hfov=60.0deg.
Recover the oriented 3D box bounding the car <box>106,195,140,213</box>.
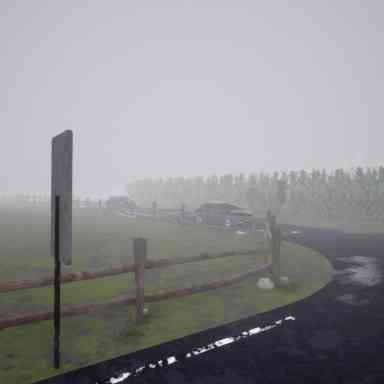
[{"bbox_3d":[-7.137,1.164,34.106,2.097,1.767,4.553,1,0,-35],"label":"car"}]

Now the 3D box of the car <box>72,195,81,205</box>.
[{"bbox_3d":[-18.325,1.211,50.244,1.882,1.535,5.008,1,0,-35],"label":"car"}]

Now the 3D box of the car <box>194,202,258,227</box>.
[{"bbox_3d":[2.017,1.402,21.013,1.837,1.490,4.892,1,0,-35],"label":"car"}]
